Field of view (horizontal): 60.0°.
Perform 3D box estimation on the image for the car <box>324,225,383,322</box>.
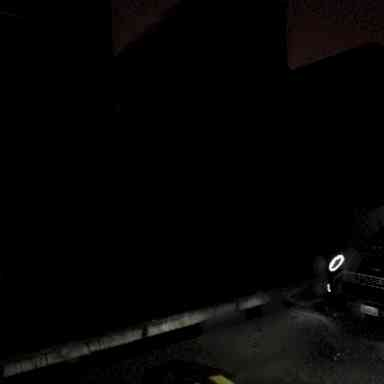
[{"bbox_3d":[4.723,1.324,6.748,4.553,1.767,2.097,-1,0,-36],"label":"car"}]
